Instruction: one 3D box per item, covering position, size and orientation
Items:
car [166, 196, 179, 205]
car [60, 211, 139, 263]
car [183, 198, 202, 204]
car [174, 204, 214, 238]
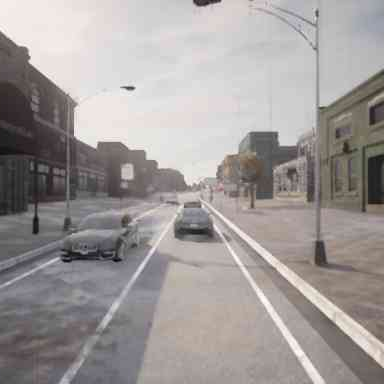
[{"bbox_3d":[-3.079,1.377,53.117,2.033,1.411,5.357,0,0,0],"label":"car"},{"bbox_3d":[-3.103,1.491,12.012,1.837,1.490,4.892,0,0,0],"label":"car"},{"bbox_3d":[0.090,1.399,35.469,2.128,1.511,4.902,0,0,0],"label":"car"},{"bbox_3d":[0.095,1.538,17.677,1.994,1.385,4.181,0,0,0],"label":"car"}]
